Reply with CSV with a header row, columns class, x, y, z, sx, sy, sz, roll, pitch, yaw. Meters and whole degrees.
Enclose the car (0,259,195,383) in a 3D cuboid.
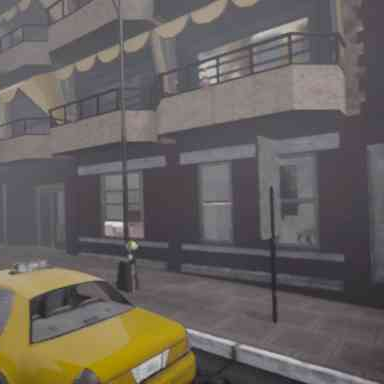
class,x,y,z,sx,sy,sz,roll,pitch,yaw
car,-2.249,1.566,4.351,4.829,1.417,1.752,-1,-2,36
